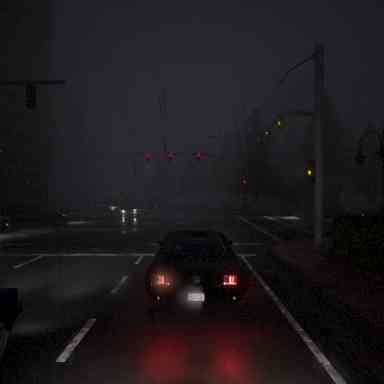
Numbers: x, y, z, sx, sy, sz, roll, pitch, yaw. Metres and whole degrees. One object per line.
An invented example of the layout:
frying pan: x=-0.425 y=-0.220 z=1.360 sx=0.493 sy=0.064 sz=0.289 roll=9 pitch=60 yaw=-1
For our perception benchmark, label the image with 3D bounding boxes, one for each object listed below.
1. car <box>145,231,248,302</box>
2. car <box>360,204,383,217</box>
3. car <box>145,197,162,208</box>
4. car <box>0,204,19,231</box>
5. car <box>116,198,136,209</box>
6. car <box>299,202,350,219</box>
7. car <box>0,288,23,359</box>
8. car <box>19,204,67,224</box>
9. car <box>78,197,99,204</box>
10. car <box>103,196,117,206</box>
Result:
car: x=0.091 y=1.601 z=8.193 sx=1.895 sy=1.301 sz=4.718 roll=0 pitch=0 yaw=0
car: x=15.763 y=1.560 z=26.021 sx=4.892 sy=1.490 sz=1.837 roll=0 pitch=0 yaw=0
car: x=-5.422 y=1.505 z=46.915 sx=1.837 sy=1.490 sz=4.892 roll=1 pitch=0 yaw=-17
car: x=-12.840 y=1.573 z=19.038 sx=4.674 sy=1.442 sz=1.812 roll=0 pitch=0 yaw=1
car: x=-8.889 y=1.526 z=45.539 sx=1.812 sy=1.442 sz=4.674 roll=0 pitch=0 yaw=-18
car: x=11.725 y=1.619 z=29.563 sx=4.181 sy=1.385 sz=1.994 roll=0 pitch=0 yaw=1
car: x=-3.429 y=1.601 z=2.769 sx=1.895 sy=1.301 sz=4.718 roll=0 pitch=0 yaw=0
car: x=-11.874 y=1.582 z=23.880 sx=5.357 sy=1.411 sz=2.033 roll=0 pitch=0 yaw=-18
car: x=-19.581 y=1.601 z=62.905 sx=4.718 sy=1.301 sz=1.895 roll=0 pitch=0 yaw=44
car: x=-13.134 y=1.478 z=54.931 sx=1.882 sy=1.535 sz=5.008 roll=0 pitch=0 yaw=-33
